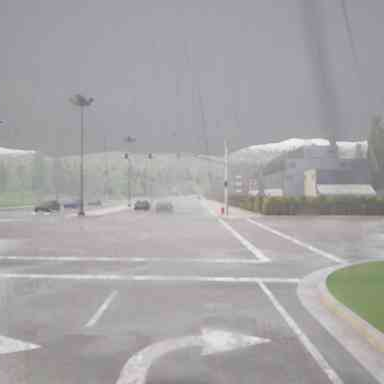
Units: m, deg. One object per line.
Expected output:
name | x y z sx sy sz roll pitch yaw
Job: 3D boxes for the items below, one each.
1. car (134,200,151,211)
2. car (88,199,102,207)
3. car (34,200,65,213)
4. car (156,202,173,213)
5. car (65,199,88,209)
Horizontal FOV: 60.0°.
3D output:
car | -6.950 1.850 47.171 2.128 1.511 4.902 0 0 0
car | -18.574 2.006 63.326 1.812 1.442 4.674 0 -1 1
car | -18.621 1.832 43.068 1.837 1.490 4.892 0 0 0
car | -3.445 1.926 42.790 1.895 1.301 4.718 0 0 0
car | -18.622 1.876 52.519 1.882 1.535 5.008 0 0 1
